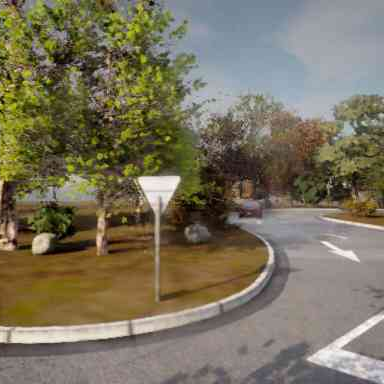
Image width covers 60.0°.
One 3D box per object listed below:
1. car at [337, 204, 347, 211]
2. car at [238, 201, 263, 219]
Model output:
[{"bbox_3d":[20.435,1.729,41.454,4.181,1.385,1.994,1,0,-4],"label":"car"},{"bbox_3d":[5.229,1.513,29.545,1.882,1.535,5.008,-1,0,14],"label":"car"}]
